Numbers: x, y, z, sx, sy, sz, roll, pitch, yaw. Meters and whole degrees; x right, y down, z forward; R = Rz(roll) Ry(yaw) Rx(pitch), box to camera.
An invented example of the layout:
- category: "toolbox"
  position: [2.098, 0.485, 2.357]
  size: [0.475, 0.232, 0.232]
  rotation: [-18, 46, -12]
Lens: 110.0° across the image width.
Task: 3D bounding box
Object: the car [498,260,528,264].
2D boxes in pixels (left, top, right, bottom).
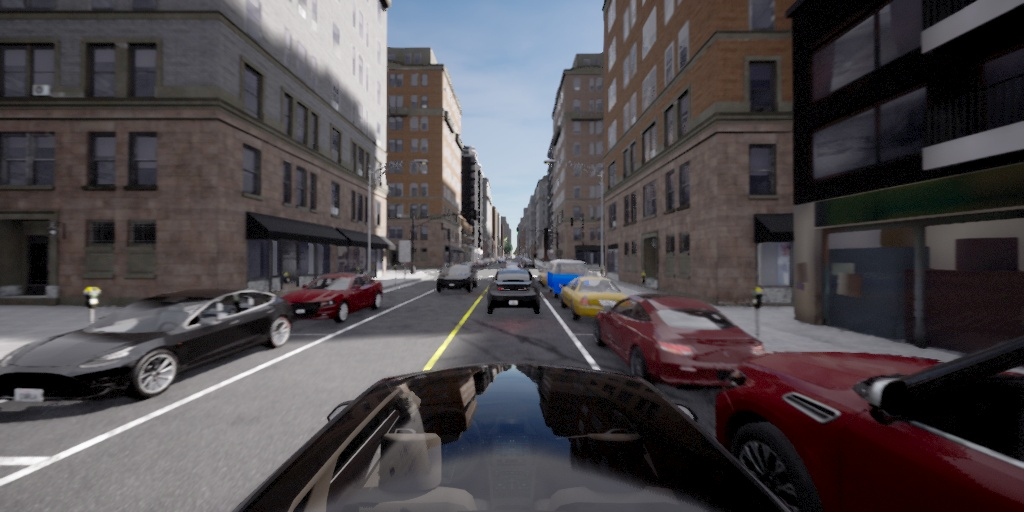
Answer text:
- category: "car"
  position: [0.059, 1.248, 28.185]
  size: [1.812, 1.442, 4.674]
  rotation: [0, 0, 0]

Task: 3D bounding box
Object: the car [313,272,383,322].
- category: "car"
  position: [-5.861, 1.284, 12.195]
  size: [1.888, 1.381, 4.507]
  rotation: [0, 0, 0]

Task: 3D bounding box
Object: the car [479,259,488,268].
- category: "car"
  position: [-5.563, 1.266, 61.308]
  size: [1.802, 1.307, 4.207]
  rotation: [0, 0, 1]

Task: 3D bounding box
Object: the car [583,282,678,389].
- category: "car"
  position: [2.667, 1.327, 6.521]
  size: [1.802, 1.307, 4.207]
  rotation: [0, 0, 0]

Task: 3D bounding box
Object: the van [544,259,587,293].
- category: "van"
  position: [2.663, 1.074, 17.868]
  size: [1.690, 1.789, 3.998]
  rotation: [0, 0, 0]

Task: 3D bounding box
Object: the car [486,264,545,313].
- category: "car"
  position: [0.067, 1.243, 13.925]
  size: [1.837, 1.490, 4.892]
  rotation: [0, 0, 0]

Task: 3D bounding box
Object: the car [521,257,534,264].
- category: "car"
  position: [2.963, 1.249, 61.206]
  size: [1.948, 1.339, 4.313]
  rotation: [0, 0, 1]

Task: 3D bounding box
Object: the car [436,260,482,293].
- category: "car"
  position: [-3.085, 1.208, 20.949]
  size: [1.882, 1.535, 5.008]
  rotation: [0, 0, 0]

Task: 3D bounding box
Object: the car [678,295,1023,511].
- category: "car"
  position: [2.669, 1.066, 0.848]
  size: [2.192, 1.841, 5.009]
  rotation: [0, 0, 0]

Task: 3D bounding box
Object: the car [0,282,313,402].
- category: "car"
  position: [-5.859, 1.311, 6.522]
  size: [1.948, 1.339, 4.313]
  rotation: [0, 0, 0]

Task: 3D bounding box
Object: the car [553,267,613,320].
- category: "car"
  position: [2.665, 1.265, 12.365]
  size: [1.751, 1.417, 4.829]
  rotation: [0, 0, 0]
